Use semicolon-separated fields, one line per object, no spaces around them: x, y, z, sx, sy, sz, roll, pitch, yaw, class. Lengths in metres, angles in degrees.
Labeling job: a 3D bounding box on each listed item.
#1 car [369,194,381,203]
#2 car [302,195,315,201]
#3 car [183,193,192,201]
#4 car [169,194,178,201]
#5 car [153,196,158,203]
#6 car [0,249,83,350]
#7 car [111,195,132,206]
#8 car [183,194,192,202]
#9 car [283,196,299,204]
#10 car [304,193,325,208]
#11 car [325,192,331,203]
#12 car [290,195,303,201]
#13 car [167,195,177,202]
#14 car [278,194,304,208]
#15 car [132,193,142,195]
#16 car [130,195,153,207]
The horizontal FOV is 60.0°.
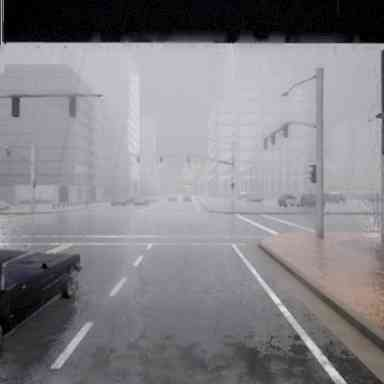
35.582;1.178;62.929;1.932;1.855;4.605;0;0;0;car
27.302;1.395;77.915;1.784;1.438;3.905;0;0;0;car
-1.166;1.215;83.998;2.097;1.767;4.553;0;0;0;car
-4.666;1.385;84.004;2.128;1.511;4.902;0;0;0;car
-8.065;1.552;68.774;1.812;1.442;4.674;0;0;0;car
-3.434;1.603;5.546;1.895;1.301;4.718;0;0;0;car
-11.526;1.373;53.366;2.097;1.767;4.553;0;0;0;car
-1.108;1.623;75.269;1.895;1.301;4.718;0;0;0;car
18.685;1.421;62.787;1.970;1.475;3.806;0;0;0;car
16.034;1.174;45.311;1.905;1.878;3.866;0;0;0;car
29.985;1.184;77.973;1.932;1.855;4.605;0;0;0;car
24.407;1.426;77.906;1.970;1.475;3.806;0;0;0;car
-4.607;1.579;75.166;1.994;1.385;4.181;0;0;0;car
13.139;1.172;45.357;1.932;1.855;4.605;0;0;0;car
-11.566;1.253;68.845;2.150;2.045;5.566;0;0;0;car
-8.021;1.569;53.224;2.033;1.411;5.357;0;0;0;car
